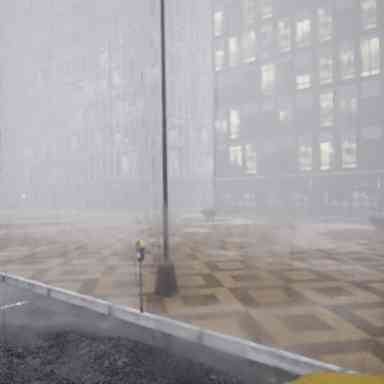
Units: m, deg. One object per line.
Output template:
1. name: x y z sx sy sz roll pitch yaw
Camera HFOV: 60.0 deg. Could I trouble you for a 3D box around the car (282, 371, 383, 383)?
1. car: 2.406 1.520 1.173 4.829 1.417 1.752 0 -1 36
